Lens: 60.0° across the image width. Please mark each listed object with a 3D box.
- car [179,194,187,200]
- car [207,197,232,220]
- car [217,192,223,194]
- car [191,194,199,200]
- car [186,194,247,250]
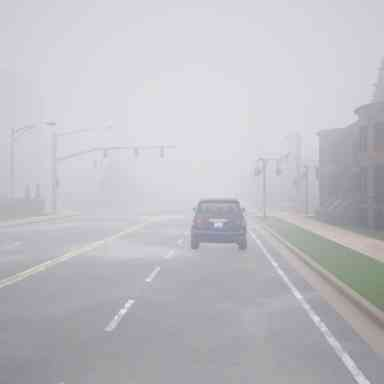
[{"bbox_3d":[-2.540,1.348,94.678,2.097,1.767,4.553,0,0,5],"label":"car"},{"bbox_3d":[2.436,1.364,29.369,2.097,1.767,4.553,0,0,5],"label":"car"},{"bbox_3d":[7.547,1.436,89.380,1.994,1.385,4.181,0,0,5],"label":"car"},{"bbox_3d":[0.945,1.471,94.351,1.882,1.535,5.008,0,0,5],"label":"car"},{"bbox_3d":[1.168,1.256,14.483,2.150,2.045,5.566,0,0,5],"label":"car"}]
